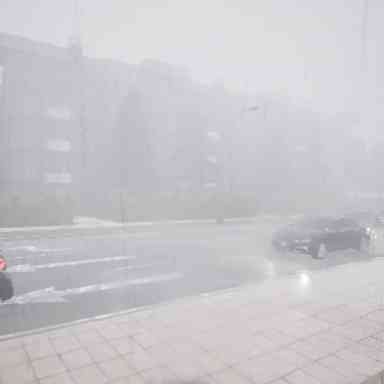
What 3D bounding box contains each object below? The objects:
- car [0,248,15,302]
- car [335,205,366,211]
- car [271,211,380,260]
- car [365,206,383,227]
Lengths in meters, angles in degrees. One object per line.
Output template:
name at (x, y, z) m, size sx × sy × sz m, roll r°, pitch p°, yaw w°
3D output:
car at (-5.592, 1.336, 5.546) m, size 4.553 × 1.767 × 2.097 m, roll 1°, pitch -1°, yaw -35°
car at (13.333, 1.803, 27.544) m, size 4.902 × 1.511 × 2.128 m, roll 1°, pitch -1°, yaw -36°
car at (5.236, 1.668, 13.257) m, size 4.892 × 1.490 × 1.837 m, roll 2°, pitch -1°, yaw -35°
car at (15.369, 1.801, 24.697) m, size 4.902 × 1.511 × 2.128 m, roll 1°, pitch -1°, yaw -36°
